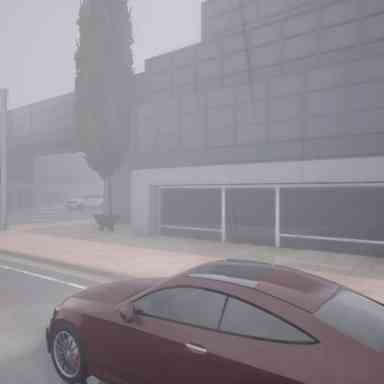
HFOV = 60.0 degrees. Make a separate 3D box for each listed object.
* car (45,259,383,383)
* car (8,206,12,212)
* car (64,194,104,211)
[{"bbox_3d":[0.308,1.526,3.746,4.674,1.442,1.812,0,0,35],"label":"car"},{"bbox_3d":[-20.069,1.601,31.823,1.895,1.301,4.718,0,0,36],"label":"car"},{"bbox_3d":[-13.069,1.222,41.600,2.150,2.045,5.566,0,0,36],"label":"car"}]
